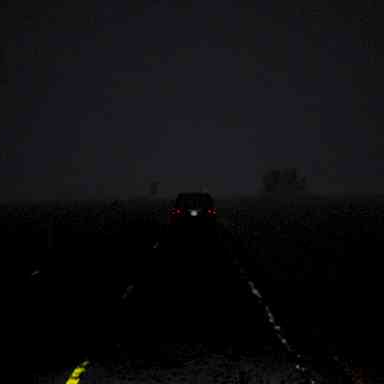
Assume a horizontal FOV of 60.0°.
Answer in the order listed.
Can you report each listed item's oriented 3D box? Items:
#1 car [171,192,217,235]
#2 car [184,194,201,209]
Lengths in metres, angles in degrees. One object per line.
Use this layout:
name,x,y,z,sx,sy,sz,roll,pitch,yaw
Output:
car,0.080,1.006,17.487,2.150,2.045,5.566,0,1,0
car,0.049,1.030,37.519,1.882,1.535,5.008,0,1,0
